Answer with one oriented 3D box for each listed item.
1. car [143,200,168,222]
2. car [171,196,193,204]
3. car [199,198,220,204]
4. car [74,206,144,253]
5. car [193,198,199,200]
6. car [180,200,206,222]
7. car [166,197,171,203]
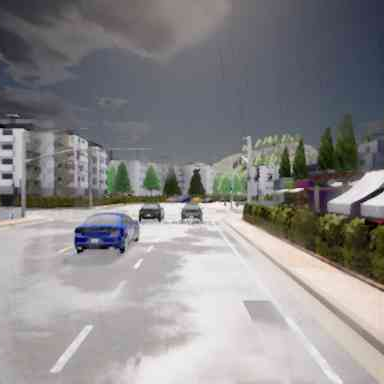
[{"bbox_3d":[-3.519,1.758,29.485,1.882,1.535,5.008,0,0,0],"label":"car"},{"bbox_3d":[-2.618,2.057,87.923,2.150,2.045,5.566,0,-1,25],"label":"car"},{"bbox_3d":[4.728,2.347,86.909,2.128,1.511,4.902,0,-1,31],"label":"car"},{"bbox_3d":[-3.507,1.616,14.473,1.882,1.535,5.008,0,0,0],"label":"car"},{"bbox_3d":[1.479,2.313,88.281,1.882,1.535,5.008,0,-1,28],"label":"car"},{"bbox_3d":[-0.021,1.786,29.292,1.837,1.490,4.892,0,0,0],"label":"car"},{"bbox_3d":[-5.485,2.207,90.015,2.097,1.767,4.553,0,-1,25],"label":"car"}]
